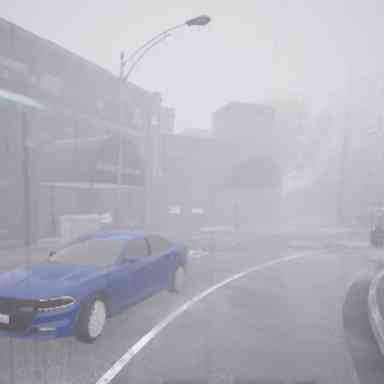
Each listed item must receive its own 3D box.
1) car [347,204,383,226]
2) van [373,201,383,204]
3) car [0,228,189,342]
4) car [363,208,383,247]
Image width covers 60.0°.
[{"bbox_3d":[14.971,2.021,26.991,2.231,1.521,4.892,-1,-1,-24],"label":"car"},{"bbox_3d":[17.576,1.719,28.023,1.878,1.987,4.442,-2,-1,-24],"label":"van"},{"bbox_3d":[-1.703,1.581,6.975,1.882,1.535,5.008,0,-2,22],"label":"car"},{"bbox_3d":[11.030,1.810,16.547,4.553,1.767,2.097,0,-1,-29],"label":"car"}]
